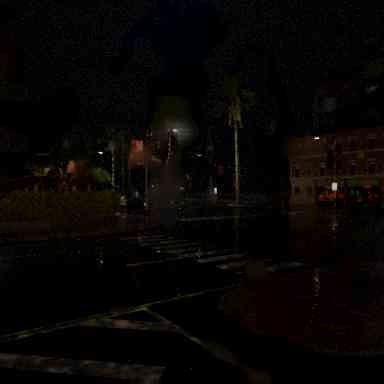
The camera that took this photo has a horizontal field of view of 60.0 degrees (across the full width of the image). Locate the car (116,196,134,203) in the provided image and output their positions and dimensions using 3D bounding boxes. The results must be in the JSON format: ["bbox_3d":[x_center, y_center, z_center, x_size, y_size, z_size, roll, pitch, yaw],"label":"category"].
[{"bbox_3d":[-13.873,1.522,68.696,1.812,1.442,4.674,0,0,-39],"label":"car"}]

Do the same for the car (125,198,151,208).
[{"bbox_3d":[-7.917,1.601,48.266,1.895,1.301,4.718,0,0,-35],"label":"car"}]

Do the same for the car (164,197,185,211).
[{"bbox_3d":[-2.750,1.352,40.905,2.097,1.767,4.553,0,0,-35],"label":"car"}]

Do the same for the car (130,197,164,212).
[{"bbox_3d":[-5.585,1.352,38.846,2.097,1.767,4.553,0,0,-35],"label":"car"}]
